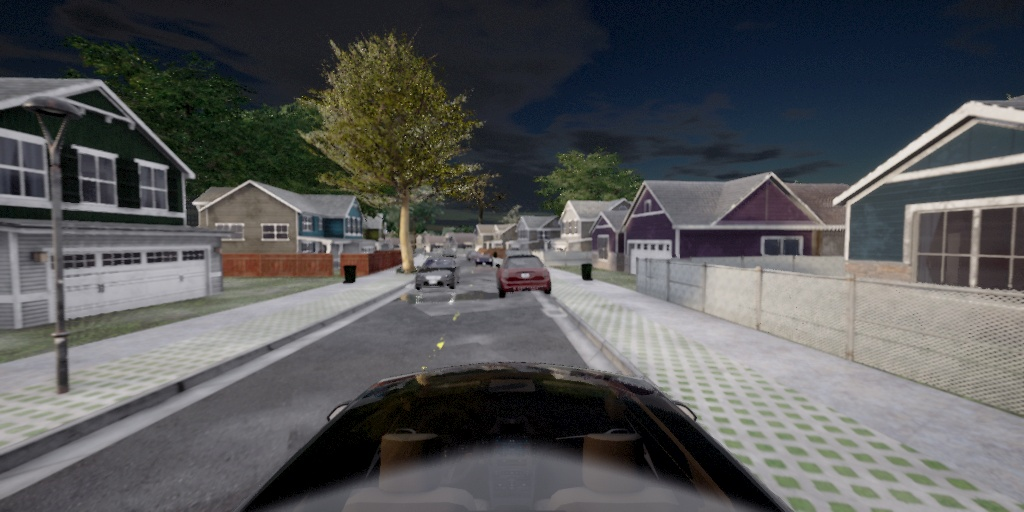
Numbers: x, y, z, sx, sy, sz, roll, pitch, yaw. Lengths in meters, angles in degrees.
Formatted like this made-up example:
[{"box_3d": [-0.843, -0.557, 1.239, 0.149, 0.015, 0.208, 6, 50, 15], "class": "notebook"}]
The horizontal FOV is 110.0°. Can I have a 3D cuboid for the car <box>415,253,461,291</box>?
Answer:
[{"box_3d": [-3.640, 0.811, 18.119, 2.128, 1.511, 4.902, 0, 2, -4], "class": "car"}]

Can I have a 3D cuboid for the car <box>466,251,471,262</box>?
[{"box_3d": [-5.367, 0.013, 50.451, 2.033, 1.411, 5.357, -1, 2, -12], "class": "car"}]

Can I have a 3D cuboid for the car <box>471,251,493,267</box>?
[{"box_3d": [-3.039, 0.404, 37.485, 1.895, 1.301, 4.718, 0, 2, -8], "class": "car"}]

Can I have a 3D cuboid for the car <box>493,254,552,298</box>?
[{"box_3d": [0.378, 0.696, 15.810, 2.097, 1.767, 4.553, -2, 2, -4], "class": "car"}]

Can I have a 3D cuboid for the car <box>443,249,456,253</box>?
[{"box_3d": [-10.292, -0.389, 59.075, 2.097, 1.767, 4.553, -1, 2, -13], "class": "car"}]
